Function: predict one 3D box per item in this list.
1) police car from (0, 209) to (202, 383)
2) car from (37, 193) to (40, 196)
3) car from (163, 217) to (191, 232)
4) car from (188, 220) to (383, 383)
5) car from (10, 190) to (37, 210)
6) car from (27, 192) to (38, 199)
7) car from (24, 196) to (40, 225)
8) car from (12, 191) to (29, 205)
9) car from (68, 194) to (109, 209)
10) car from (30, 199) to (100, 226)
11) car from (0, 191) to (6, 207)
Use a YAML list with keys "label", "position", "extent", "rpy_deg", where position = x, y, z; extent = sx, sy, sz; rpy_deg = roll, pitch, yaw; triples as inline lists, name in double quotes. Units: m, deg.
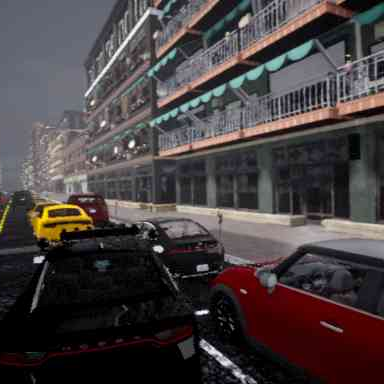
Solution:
- label: "police car"
  position: [-1.361, 1.324, 5.052]
  extent: [1.930, 1.638, 5.238]
  rpy_deg: [-3, 2, -15]
- label: "car"
  position: [-30.060, 0.806, 63.791]
  extent: [1.752, 1.417, 4.829]
  rpy_deg: [-2, 1, -28]
- label: "car"
  position: [-0.815, 1.344, 8.930]
  extent: [2.008, 1.369, 4.403]
  rpy_deg: [-2, 1, -28]
- label: "car"
  position: [1.833, 1.278, 3.955]
  extent: [1.967, 1.590, 4.097]
  rpy_deg: [-2, 1, -28]
- label: "car"
  position: [-18.993, 0.840, 37.302]
  extent: [2.150, 2.045, 5.566]
  rpy_deg: [-2, 2, -28]
- label: "car"
  position: [-35.282, 0.732, 73.588]
  extent: [1.887, 1.381, 4.507]
  rpy_deg: [-2, 1, -28]
- label: "car"
  position: [-8.424, 1.215, 19.242]
  extent: [1.801, 1.575, 5.366]
  rpy_deg: [-2, 2, -29]
- label: "car"
  position: [-25.701, 0.851, 49.881]
  extent: [2.097, 1.767, 4.553]
  rpy_deg: [-2, 2, -28]
- label: "car"
  position: [-6.123, 1.017, 18.873]
  extent: [2.192, 1.841, 5.009]
  rpy_deg: [-2, 1, -28]
- label: "car"
  position: [-5.453, 1.284, 13.820]
  extent: [1.882, 1.535, 5.008]
  rpy_deg: [-2, 2, -28]
- label: "car"
  position: [-25.386, 0.883, 42.909]
  extent: [2.150, 2.045, 5.566]
  rpy_deg: [-2, 2, -28]
